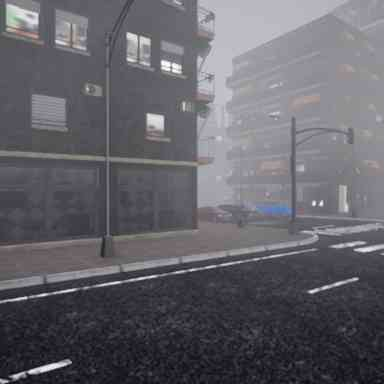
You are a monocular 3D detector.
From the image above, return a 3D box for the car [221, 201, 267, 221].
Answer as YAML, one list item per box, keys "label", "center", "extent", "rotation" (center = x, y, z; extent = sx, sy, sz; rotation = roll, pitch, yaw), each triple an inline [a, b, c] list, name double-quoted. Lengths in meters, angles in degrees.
- label: "car"
  center: [3.983, 1.805, 29.807]
  extent: [1.837, 1.490, 4.892]
  rotation: [0, -1, -37]

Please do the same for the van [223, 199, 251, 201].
- label: "van"
  center: [5.032, 1.707, 38.094]
  extent: [1.690, 1.788, 3.998]
  rotation: [-1, 0, -37]

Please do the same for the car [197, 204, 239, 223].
- label: "car"
  center: [1.649, 1.895, 28.646]
  extent: [1.802, 1.307, 4.206]
  rotation: [-1, 0, -37]

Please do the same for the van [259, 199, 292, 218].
- label: "van"
  center: [8.367, 1.633, 33.592]
  extent: [1.690, 1.788, 3.998]
  rotation: [-1, 0, -37]
